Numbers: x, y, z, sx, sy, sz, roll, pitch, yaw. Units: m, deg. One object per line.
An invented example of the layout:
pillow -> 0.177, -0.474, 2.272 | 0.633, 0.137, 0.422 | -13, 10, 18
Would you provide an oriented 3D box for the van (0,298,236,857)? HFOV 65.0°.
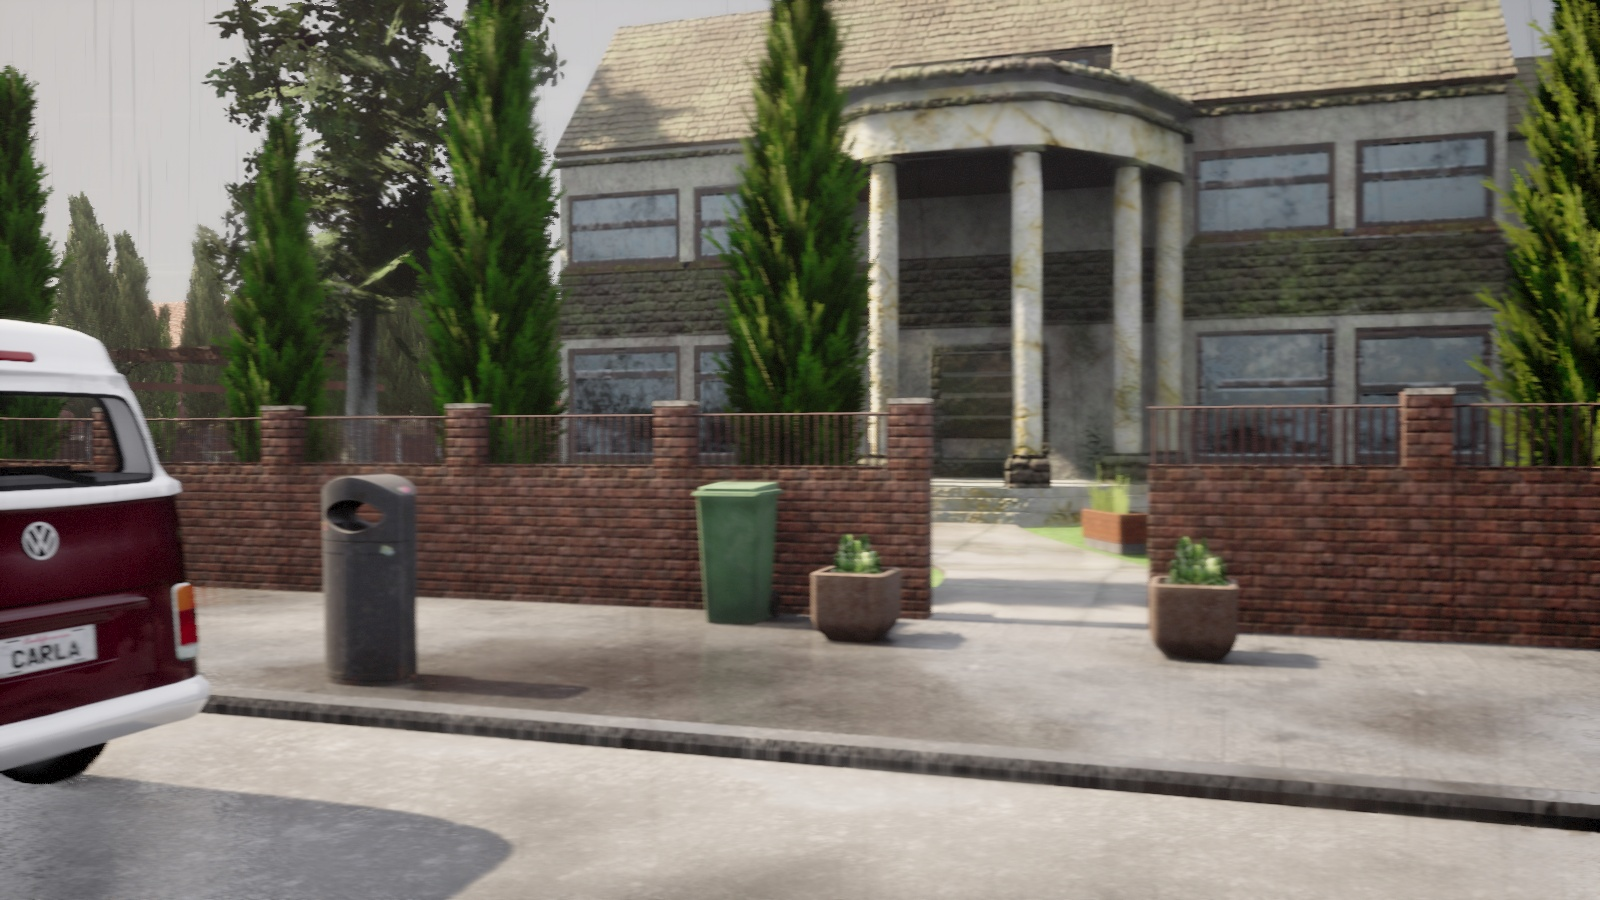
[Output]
van -> -5.001, 0.445, 5.400 | 4.480, 2.038, 2.069 | 1, 1, 19
